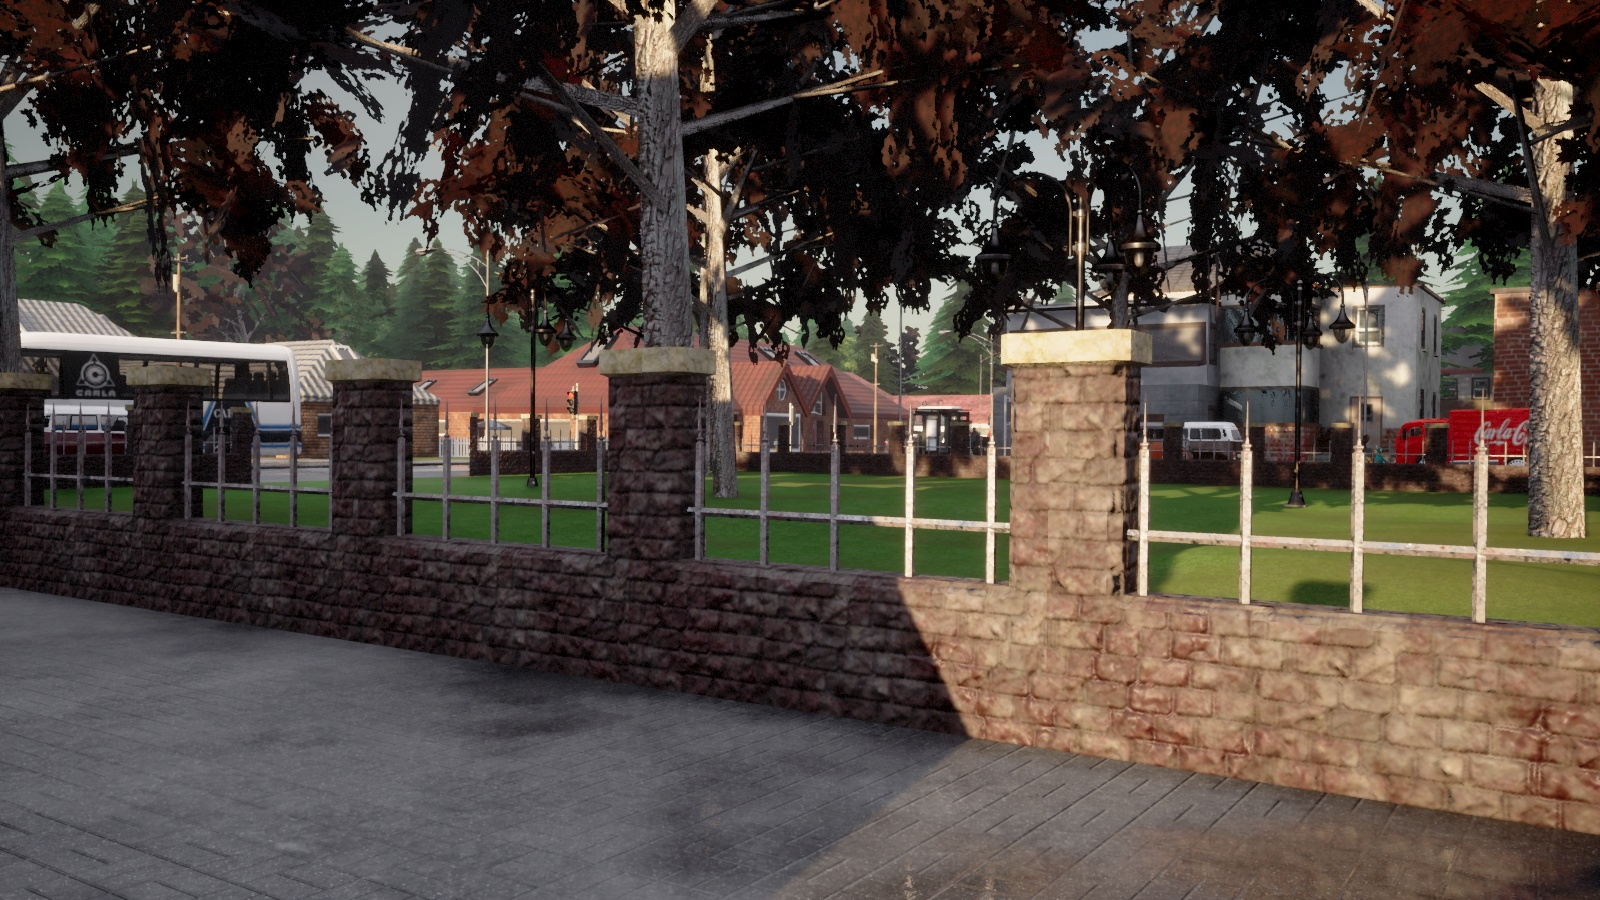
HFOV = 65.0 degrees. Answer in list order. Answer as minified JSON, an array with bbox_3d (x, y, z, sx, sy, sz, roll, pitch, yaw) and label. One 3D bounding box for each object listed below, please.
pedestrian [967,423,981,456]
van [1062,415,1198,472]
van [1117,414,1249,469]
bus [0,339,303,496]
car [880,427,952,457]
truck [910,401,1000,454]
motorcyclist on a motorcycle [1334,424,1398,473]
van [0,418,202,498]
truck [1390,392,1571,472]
[{"bbox_3d":[9.686,-0.601,69.880,0.540,1.848,0.694,0,1,33],"label":"pedestrian"},{"bbox_3d":[12.015,-0.249,45.764,4.442,1.987,1.775,0,1,32],"label":"van"},{"bbox_3d":[14.833,-0.345,48.741,4.480,2.038,2.069,0,1,34],"label":"van"},{"bbox_3d":[-21.064,-0.982,38.617,3.944,4.253,10.273,0,1,33],"label":"bus"},{"bbox_3d":[6.832,-0.487,73.336,2.242,1.667,4.611,0,1,34],"label":"car"},{"bbox_3d":[10.791,-1.529,86.497,2.891,3.462,7.936,0,1,34],"label":"truck"},{"bbox_3d":[18.643,-0.048,41.342,1.817,1.590,0.866,0,1,32],"label":"motorcyclist on a motorcycle"},{"bbox_3d":[-19.074,0.159,34.308,2.069,2.038,4.480,0,1,33],"label":"van"},{"bbox_3d":[23.332,-0.580,43.102,5.204,2.467,2.627,-2,0,32],"label":"truck"}]
